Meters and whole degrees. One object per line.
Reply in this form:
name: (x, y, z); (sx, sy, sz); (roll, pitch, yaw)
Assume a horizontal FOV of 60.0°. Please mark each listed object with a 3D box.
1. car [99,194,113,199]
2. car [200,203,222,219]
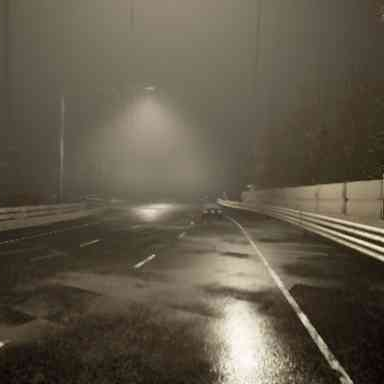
car: (-22.339, 1.628, 88.475); (1.994, 1.385, 4.181); (1, 0, -34)
car: (1.786, 1.770, 31.612); (2.033, 1.411, 5.357); (1, 0, -1)
